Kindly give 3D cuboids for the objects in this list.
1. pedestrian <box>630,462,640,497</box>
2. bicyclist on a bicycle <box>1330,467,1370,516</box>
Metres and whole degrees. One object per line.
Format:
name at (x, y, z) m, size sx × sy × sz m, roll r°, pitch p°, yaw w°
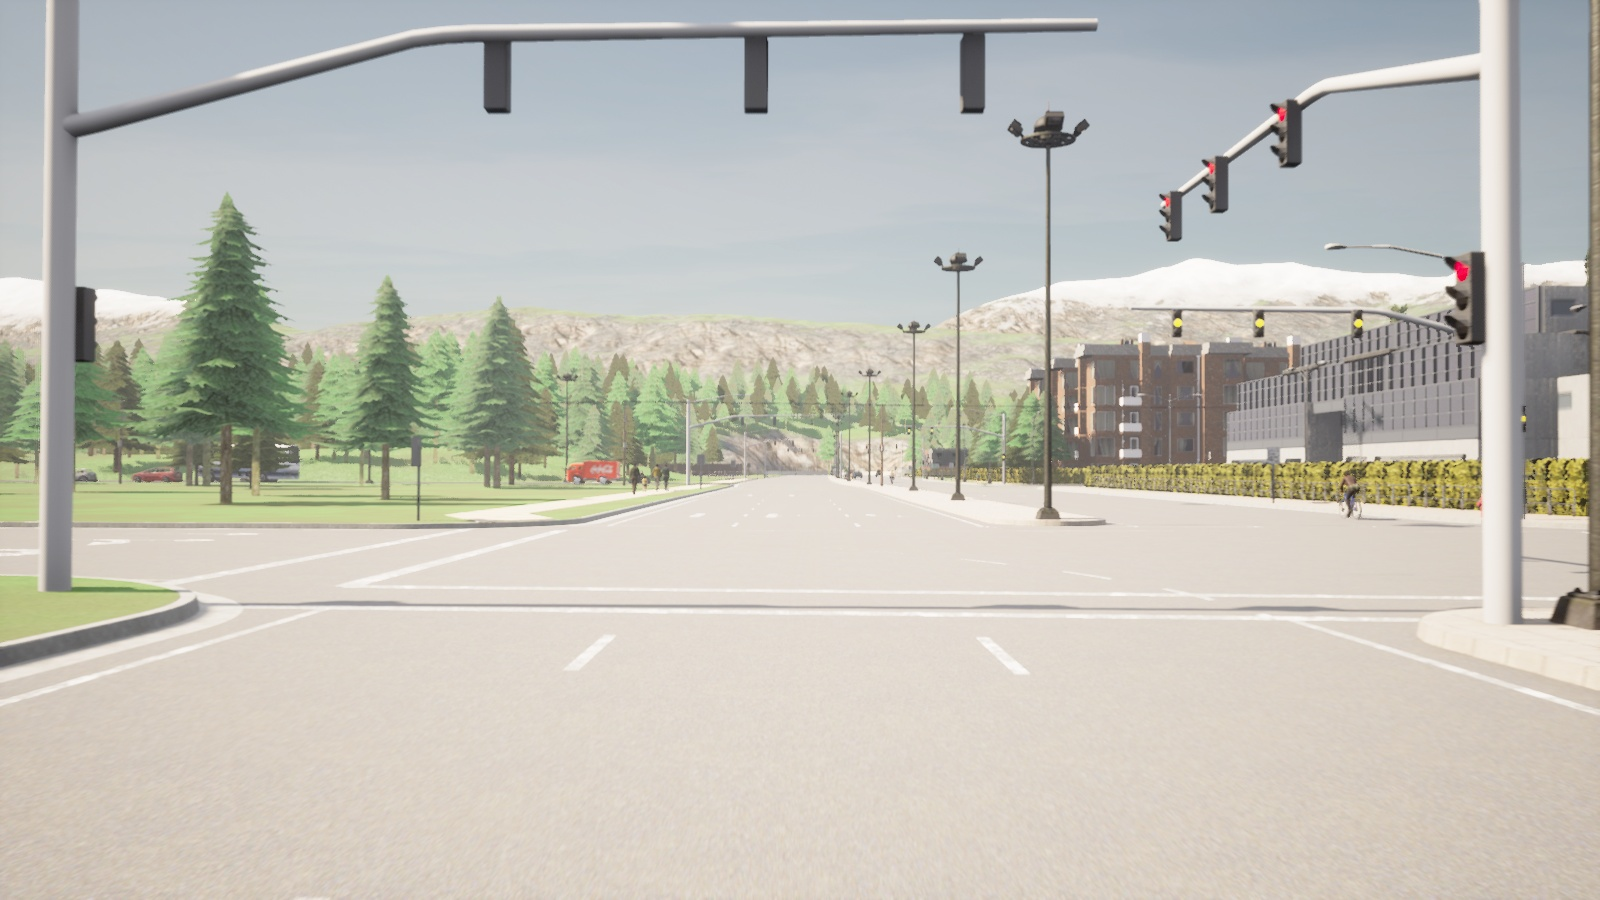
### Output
pedestrian at (-9.113, 1.640, 69.406) m, size 0.395 × 1.930 × 0.692 m, roll 0°, pitch -1°, yaw 2°
bicyclist on a bicycle at (18.399, 1.392, 42.054) m, size 0.582 × 1.620 × 1.656 m, roll 0°, pitch -2°, yaw 0°
